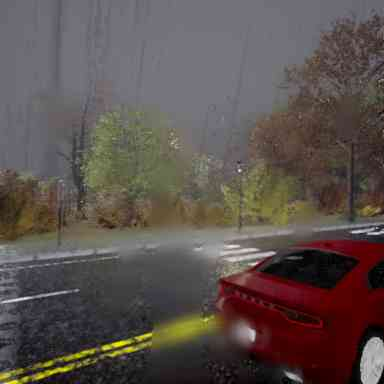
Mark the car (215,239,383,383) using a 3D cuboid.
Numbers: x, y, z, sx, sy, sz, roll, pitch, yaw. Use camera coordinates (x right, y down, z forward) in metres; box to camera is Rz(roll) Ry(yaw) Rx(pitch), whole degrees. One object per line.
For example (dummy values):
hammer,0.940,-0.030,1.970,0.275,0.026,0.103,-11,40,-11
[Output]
car,2.662,1.514,5.335,5.008,1.535,1.882,1,0,-35
